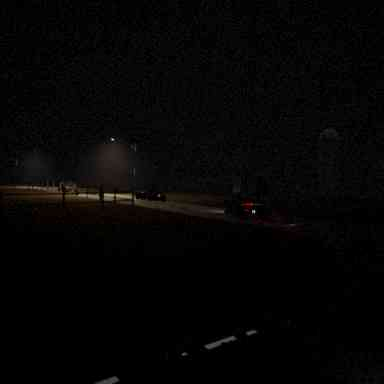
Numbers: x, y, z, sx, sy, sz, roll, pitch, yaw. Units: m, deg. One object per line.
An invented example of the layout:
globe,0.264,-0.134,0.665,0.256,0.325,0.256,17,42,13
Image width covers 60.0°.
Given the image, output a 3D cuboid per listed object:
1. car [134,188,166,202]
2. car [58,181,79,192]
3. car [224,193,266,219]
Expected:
car,-4.538,0.270,35.420,1.994,1.385,4.181,1,2,-36
car,-18.567,-0.857,50.064,2.097,1.767,4.553,1,2,-36
car,3.409,0.870,22.086,1.837,1.490,4.892,0,1,-6
